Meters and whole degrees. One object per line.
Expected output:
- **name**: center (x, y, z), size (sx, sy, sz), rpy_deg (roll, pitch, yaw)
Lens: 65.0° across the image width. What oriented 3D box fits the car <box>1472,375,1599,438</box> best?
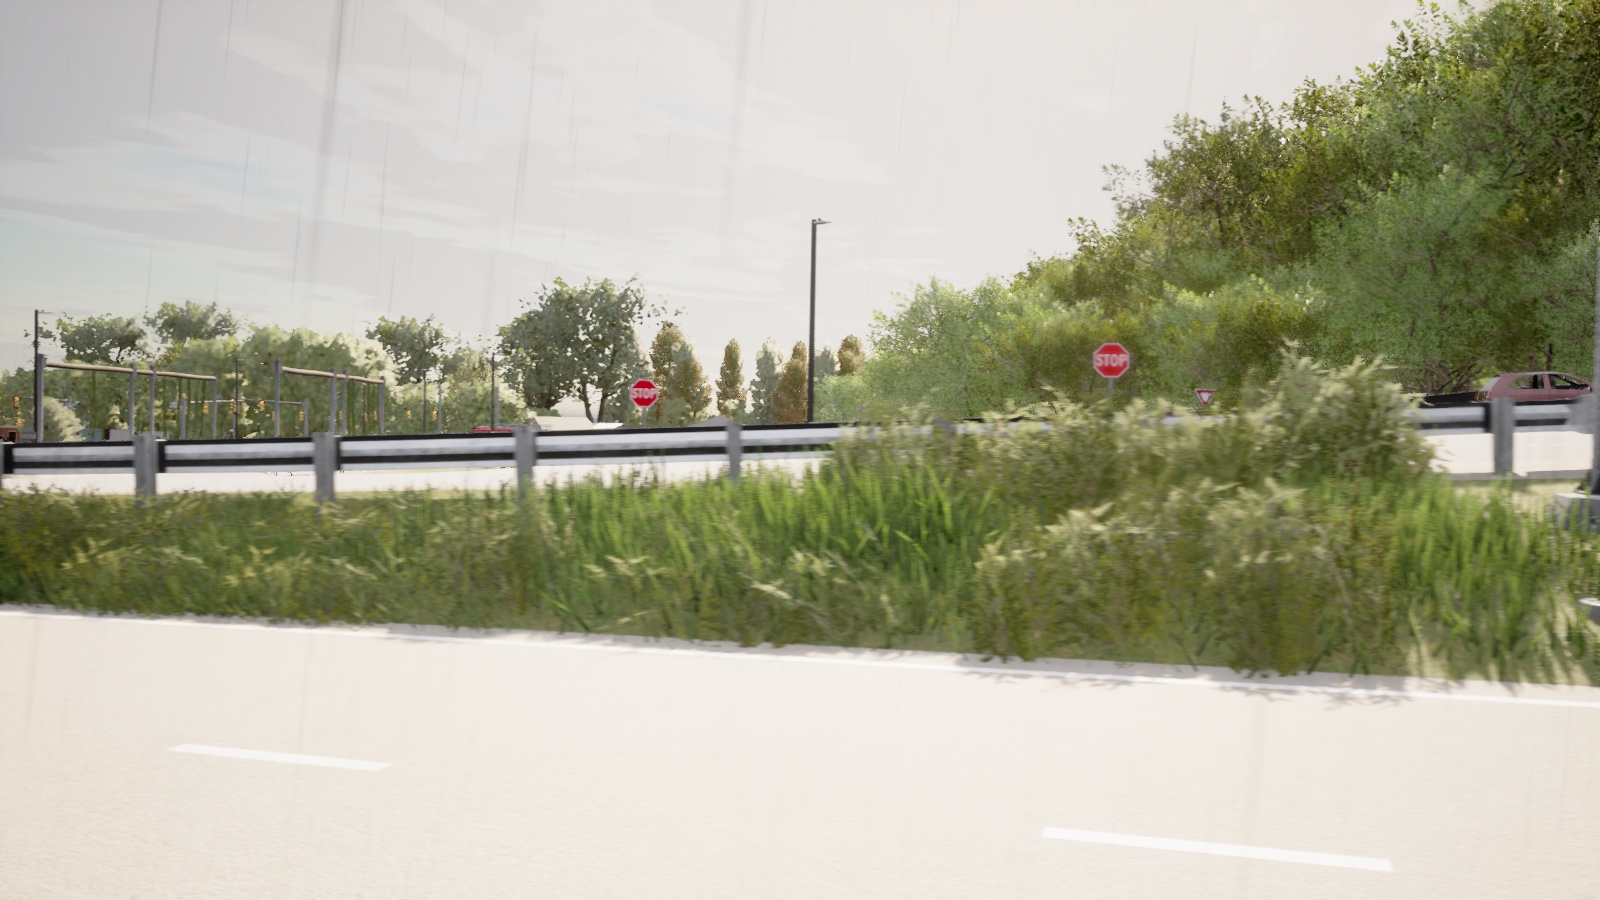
- **car**: center (19.466, -1.100, 32.236), size (3.633, 1.501, 1.845), rpy_deg (-1, 0, 18)
